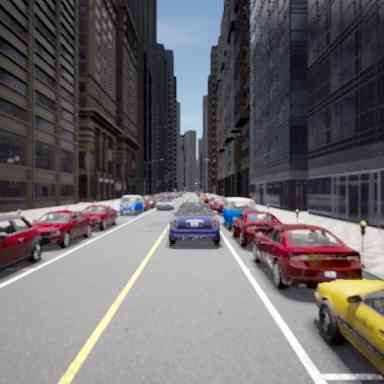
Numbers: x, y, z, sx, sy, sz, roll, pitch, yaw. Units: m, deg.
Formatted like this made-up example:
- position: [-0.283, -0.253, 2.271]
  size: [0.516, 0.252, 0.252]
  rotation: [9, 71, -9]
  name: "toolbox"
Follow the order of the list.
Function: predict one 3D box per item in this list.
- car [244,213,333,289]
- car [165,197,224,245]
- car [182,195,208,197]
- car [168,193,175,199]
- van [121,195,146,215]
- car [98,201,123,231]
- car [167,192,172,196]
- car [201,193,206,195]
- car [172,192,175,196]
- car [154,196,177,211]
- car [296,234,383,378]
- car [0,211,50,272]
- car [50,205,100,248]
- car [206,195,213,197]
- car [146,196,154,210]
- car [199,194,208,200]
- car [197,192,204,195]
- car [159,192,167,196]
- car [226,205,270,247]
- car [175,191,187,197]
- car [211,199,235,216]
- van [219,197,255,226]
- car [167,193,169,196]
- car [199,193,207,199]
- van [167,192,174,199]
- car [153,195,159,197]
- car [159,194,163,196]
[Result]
- position: [2.779, 1.506, 8.916]
  size: [1.887, 1.381, 4.507]
  rotation: [0, 0, 0]
  name: "car"
- position: [0.113, 1.286, 15.259]
  size: [2.097, 1.767, 4.553]
  rotation: [0, 0, 0]
  name: "car"
- position: [0.143, 1.356, 31.671]
  size: [2.128, 1.511, 4.902]
  rotation: [0, 0, 0]
  name: "car"
- position: [-5.616, 1.141, 92.775]
  size: [1.752, 1.417, 4.829]
  rotation: [0, 0, 0]
  name: "car"
- position: [-5.711, 1.207, 31.327]
  size: [1.690, 1.788, 3.998]
  rotation: [0, 0, 0]
  name: "van"
- position: [-5.729, 1.458, 20.125]
  size: [1.887, 1.381, 4.507]
  rotation: [0, 0, 0]
  name: "car"
- position: [-5.658, 1.039, 64.937]
  size: [2.192, 1.841, 5.009]
  rotation: [0, 0, 0]
  name: "car"
- position: [2.849, 1.316, 53.732]
  size: [1.887, 1.381, 4.507]
  rotation: [0, 0, 0]
  name: "car"
- position: [-5.641, 0.994, 76.140]
  size: [2.192, 1.841, 5.009]
  rotation: [0, 0, 0]
  name: "car"
- position: [-3.037, 1.437, 38.142]
  size: [1.895, 1.301, 4.718]
  rotation: [0, 0, 0]
  name: "car"
- position: [2.771, 1.510, 3.483]
  size: [1.752, 1.417, 4.829]
  rotation: [0, 0, 0]
  name: "car"
- position: [-5.746, 1.401, 8.920]
  size: [1.967, 1.590, 4.097]
  rotation: [0, 0, 0]
  name: "car"
- position: [-5.737, 1.482, 14.522]
  size: [1.887, 1.381, 4.507]
  rotation: [0, 0, 0]
  name: "car"
- position: [2.823, 1.282, 36.926]
  size: [1.967, 1.590, 4.097]
  rotation: [0, 0, 0]
  name: "car"
- position: [-5.703, 1.424, 36.929]
  size: [1.802, 1.307, 4.206]
  rotation: [0, 0, 0]
  name: "car"
- position: [2.892, 1.208, 81.742]
  size: [2.008, 1.369, 4.403]
  rotation: [0, 0, 0]
  name: "car"
- position: [2.460, 1.159, 70.579]
  size: [1.801, 1.575, 5.366]
  rotation: [0, 0, 0]
  name: "car"
- position: [-5.676, 1.211, 53.734]
  size: [1.967, 1.590, 4.097]
  rotation: [0, 0, 0]
  name: "car"
- position: [2.788, 1.482, 14.518]
  size: [1.887, 1.381, 4.507]
  rotation: [0, 0, 0]
  name: "car"
- position: [-2.877, 0.876, 79.342]
  size: [1.895, 1.301, 4.718]
  rotation: [0, 0, 0]
  name: "car"
- position: [2.814, 1.411, 31.325]
  size: [1.887, 1.381, 4.507]
  rotation: [0, 0, 0]
  name: "car"
- position: [2.797, 1.255, 20.119]
  size: [1.690, 1.788, 3.998]
  rotation: [0, 0, 0]
  name: "van"
- position: [-5.668, 1.313, 59.336]
  size: [1.947, 1.339, 4.313]
  rotation: [0, 0, 0]
  name: "car"
- position: [2.901, 1.076, 87.345]
  size: [1.967, 1.590, 4.097]
  rotation: [0, 0, 0]
  name: "car"
- position: [-5.624, 0.977, 87.343]
  size: [1.690, 1.788, 3.998]
  rotation: [0, 0, 0]
  name: "van"
- position: [-5.693, 1.258, 42.531]
  size: [1.967, 1.590, 4.097]
  rotation: [0, 0, 0]
  name: "car"
- position: [-5.685, 1.360, 48.133]
  size: [1.947, 1.339, 4.313]
  rotation: [0, 0, 0]
  name: "car"
